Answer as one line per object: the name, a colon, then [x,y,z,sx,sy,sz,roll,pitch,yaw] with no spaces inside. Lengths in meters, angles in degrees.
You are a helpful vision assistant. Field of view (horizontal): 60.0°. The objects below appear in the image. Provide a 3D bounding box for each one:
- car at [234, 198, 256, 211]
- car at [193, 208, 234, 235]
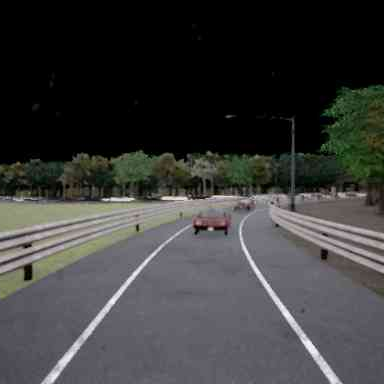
car: [6.222,1.470,39.133,1.812,1.442,4.674,0,0,20]
car: [1.286,1.637,19.364,1.895,1.301,4.718,0,0,9]
